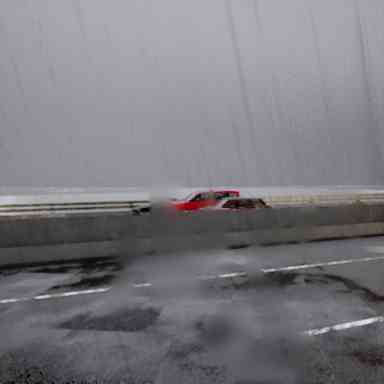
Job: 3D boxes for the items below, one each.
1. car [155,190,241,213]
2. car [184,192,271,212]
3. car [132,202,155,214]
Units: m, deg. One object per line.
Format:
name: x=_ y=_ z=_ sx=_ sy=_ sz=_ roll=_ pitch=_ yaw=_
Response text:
car: x=0.747 y=0.934 z=21.527 sx=5.566 sy=2.045 sz=2.150 roll=-1 pitch=1 yaw=-20
car: x=2.180 y=1.081 z=18.320 sx=4.553 sy=1.767 sz=2.097 roll=-1 pitch=1 yaw=-20
car: x=-1.885 y=1.200 z=24.304 sx=5.008 sy=1.535 sz=1.882 roll=-1 pitch=1 yaw=-20
